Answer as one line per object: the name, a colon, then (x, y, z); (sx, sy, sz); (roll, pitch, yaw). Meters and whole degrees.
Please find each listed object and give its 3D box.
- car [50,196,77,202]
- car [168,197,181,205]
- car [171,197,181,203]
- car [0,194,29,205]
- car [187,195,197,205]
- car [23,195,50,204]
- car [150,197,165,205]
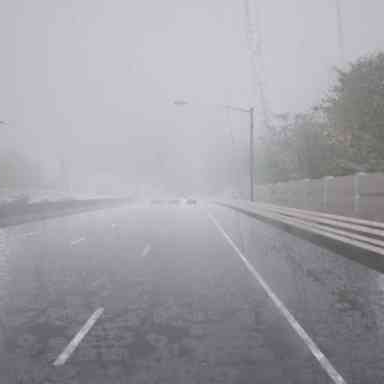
car: (-17.546, 1.428, 46.558); (2.097, 1.767, 4.553); (0, 0, 0)
car: (-3.495, 1.807, 65.499); (1.812, 1.442, 4.674); (0, -1, 0)
car: (-3.494, 1.823, 75.502); (2.033, 1.411, 5.357); (0, -1, 0)
car: (-24.537, 1.295, 46.394); (2.150, 2.045, 5.566); (0, 0, 1)
car: (0.005, 1.755, 65.082); (1.882, 1.535, 5.008); (0, -1, 0)
car: (-21.043, 1.553, 46.579); (1.882, 1.535, 5.008); (0, 0, 1)
car: (-6.995, 1.880, 65.494); (1.895, 1.301, 4.718); (0, -1, 0)
